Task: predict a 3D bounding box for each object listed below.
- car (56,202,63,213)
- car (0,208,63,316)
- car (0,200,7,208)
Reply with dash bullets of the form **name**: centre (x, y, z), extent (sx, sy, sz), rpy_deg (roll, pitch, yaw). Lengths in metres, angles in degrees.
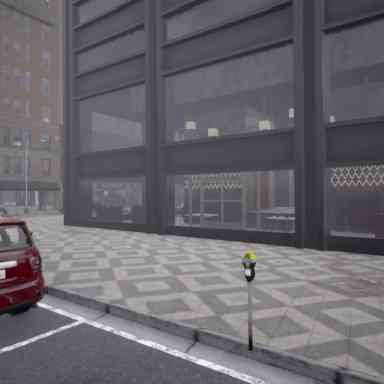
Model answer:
- **car**: centre (-12.937, 1.465, 38.730), extent (2.150, 2.045, 5.566), rpy_deg (-1, -1, 36)
- **car**: centre (-4.828, 1.317, 6.295), extent (5.009, 1.841, 2.192), rpy_deg (0, -1, 35)
- **car**: centre (-19.250, 1.503, 29.964), extent (2.097, 1.767, 4.553), rpy_deg (-1, -1, 36)
